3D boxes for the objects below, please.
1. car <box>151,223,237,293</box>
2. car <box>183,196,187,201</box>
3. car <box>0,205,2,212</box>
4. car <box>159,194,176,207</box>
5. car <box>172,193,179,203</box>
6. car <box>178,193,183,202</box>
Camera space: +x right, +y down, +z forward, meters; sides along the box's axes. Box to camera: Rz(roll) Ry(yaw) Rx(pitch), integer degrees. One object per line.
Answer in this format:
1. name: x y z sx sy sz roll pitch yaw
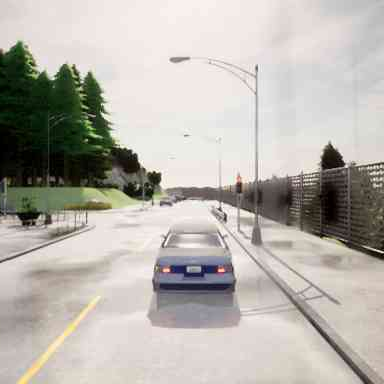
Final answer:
1. car: 0.058 1.545 8.959 2.033 1.411 5.357 0 0 1
2. car: -3.689 1.513 86.799 5.357 1.411 2.033 0 0 40
3. car: -20.979 1.342 32.039 4.553 1.767 2.097 0 0 1
4. car: -4.023 1.489 52.507 1.837 1.490 4.892 0 0 0
5. car: -3.961 1.506 64.577 1.812 1.442 4.674 0 0 1
6. car: -3.923 1.195 78.642 2.150 2.045 5.566 0 0 -4
